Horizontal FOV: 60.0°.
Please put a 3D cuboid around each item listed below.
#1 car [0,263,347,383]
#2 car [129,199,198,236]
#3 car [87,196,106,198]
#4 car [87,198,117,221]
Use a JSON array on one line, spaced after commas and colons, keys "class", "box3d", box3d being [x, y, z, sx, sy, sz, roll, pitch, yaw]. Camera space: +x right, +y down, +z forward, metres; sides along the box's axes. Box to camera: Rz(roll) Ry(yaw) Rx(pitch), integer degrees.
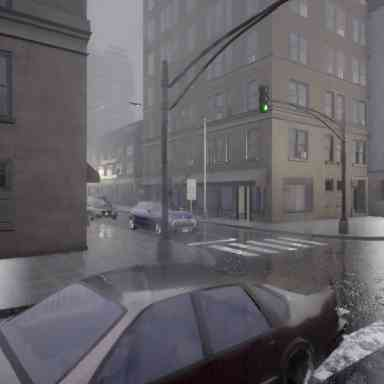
[{"class": "car", "box3d": [-0.467, 1.547, 3.346, 5.357, 1.411, 2.033, 0, 0, -39]}, {"class": "car", "box3d": [-1.624, 1.269, 17.977, 2.097, 1.767, 4.553, 0, 0, -36]}, {"class": "car", "box3d": [-10.321, 1.170, 35.203, 2.097, 1.767, 4.553, 0, 0, -36]}, {"class": "car", "box3d": [-7.418, 1.428, 26.084, 1.994, 1.385, 4.181, 0, 0, -35]}]
